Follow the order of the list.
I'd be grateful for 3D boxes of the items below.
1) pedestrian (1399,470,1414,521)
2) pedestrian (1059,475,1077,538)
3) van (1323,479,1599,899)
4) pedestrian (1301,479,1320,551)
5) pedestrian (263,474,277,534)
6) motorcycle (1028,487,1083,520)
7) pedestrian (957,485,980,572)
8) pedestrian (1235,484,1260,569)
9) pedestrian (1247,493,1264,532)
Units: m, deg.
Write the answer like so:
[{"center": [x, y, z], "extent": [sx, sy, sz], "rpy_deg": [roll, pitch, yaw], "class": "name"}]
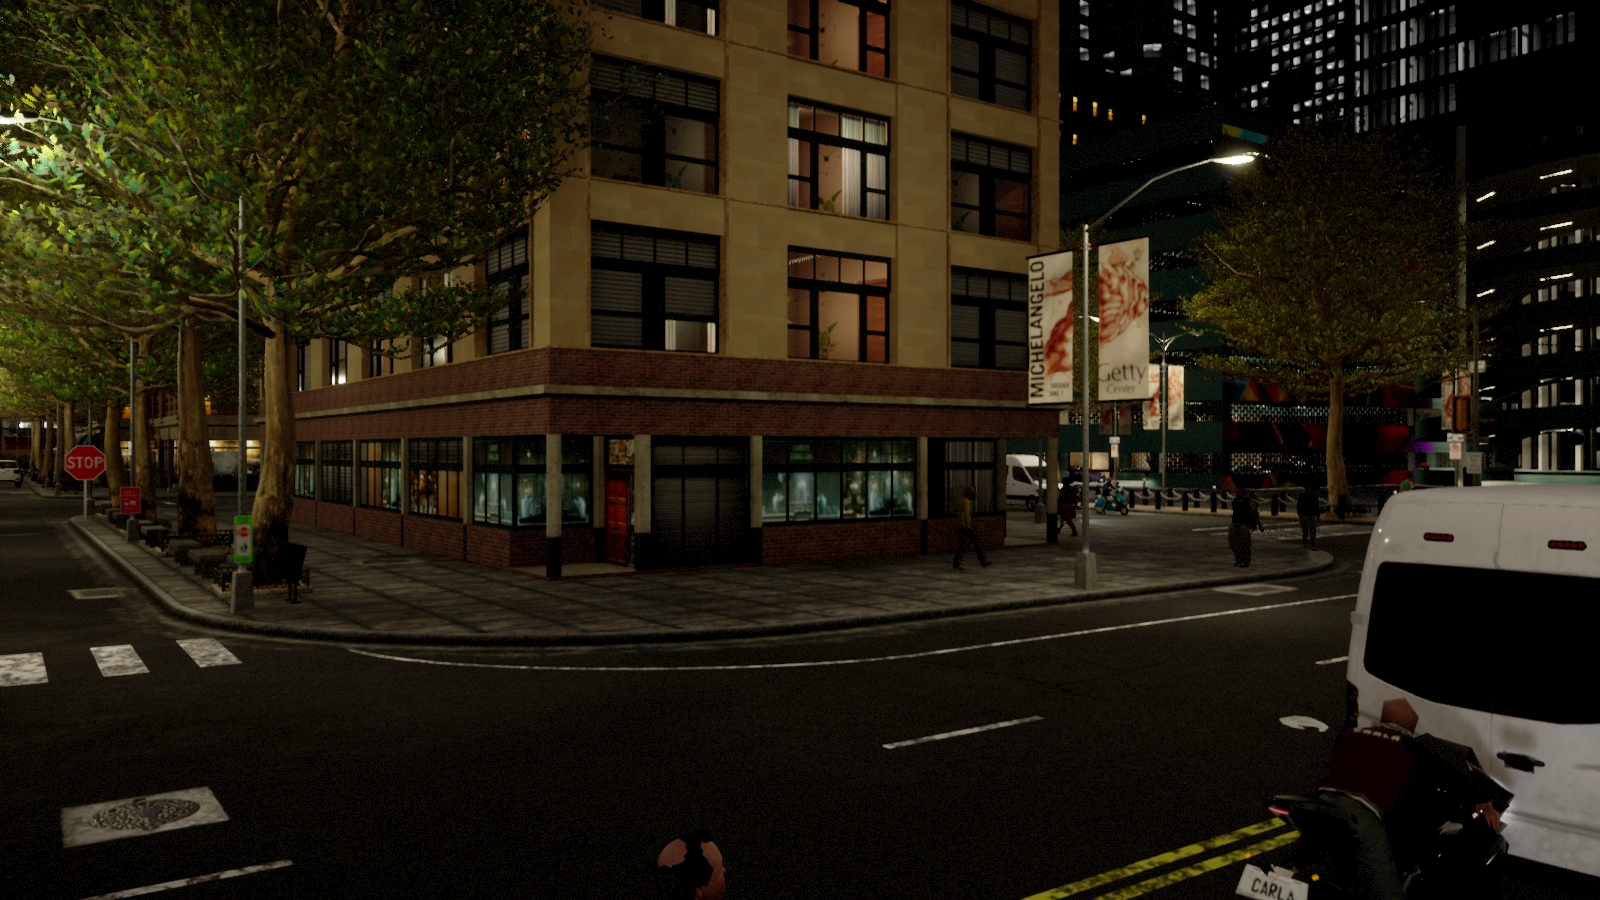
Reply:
[{"center": [22.561, 1.687, 42.491], "extent": [0.375, 1.860, 0.375], "rpy_deg": [0, 0, -37], "class": "pedestrian"}, {"center": [8.040, 1.687, 34.241], "extent": [0.375, 1.860, 0.375], "rpy_deg": [0, 0, -35], "class": "pedestrian"}, {"center": [6.367, 1.530, 8.260], "extent": [5.915, 2.561, 1.988], "rpy_deg": [0, 0, -35], "class": "van"}, {"center": [13.312, 1.685, 29.797], "extent": [0.375, 1.860, 0.375], "rpy_deg": [0, 0, 11], "class": "pedestrian"}, {"center": [-16.709, 1.693, 36.026], "extent": [0.375, 1.860, 0.375], "rpy_deg": [0, 0, -29], "class": "pedestrian"}, {"center": [10.508, 2.191, 47.016], "extent": [0.867, 1.251, 2.209], "rpy_deg": [0, 0, -35], "class": "motorcycle"}, {"center": [3.648, 1.689, 24.705], "extent": [0.375, 1.860, 0.375], "rpy_deg": [0, 0, -17], "class": "pedestrian"}, {"center": [9.957, 1.688, 25.417], "extent": [0.375, 1.860, 0.375], "rpy_deg": [0, 0, -27], "class": "pedestrian"}, {"center": [15.506, 2.115, 38.876], "extent": [0.375, 1.300, 0.375], "rpy_deg": [0, 0, -34], "class": "pedestrian"}]
